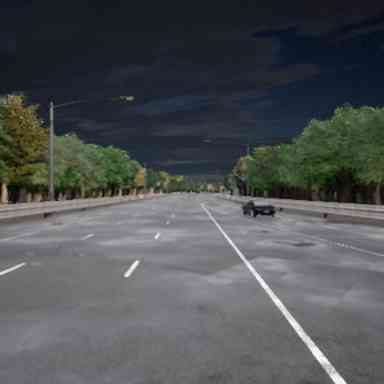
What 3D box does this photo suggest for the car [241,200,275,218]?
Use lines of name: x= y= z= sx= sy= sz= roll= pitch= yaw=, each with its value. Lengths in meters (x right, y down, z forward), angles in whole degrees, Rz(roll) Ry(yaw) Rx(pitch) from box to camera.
car: x=5.904 y=1.475 z=30.132 sx=1.882 sy=1.535 sz=5.008 roll=0 pitch=0 yaw=-7
